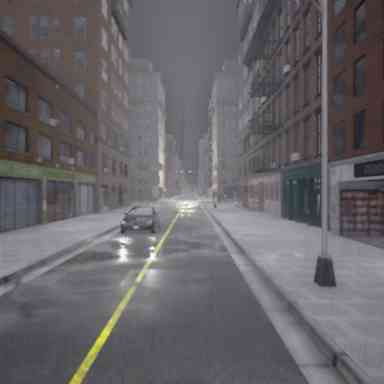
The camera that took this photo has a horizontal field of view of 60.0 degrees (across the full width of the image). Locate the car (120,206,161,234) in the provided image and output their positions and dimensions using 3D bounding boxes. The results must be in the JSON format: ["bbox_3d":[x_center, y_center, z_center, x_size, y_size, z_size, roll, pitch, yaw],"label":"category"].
[{"bbox_3d":[-2.852,1.533,19.251,1.812,1.442,4.674,0,0,0],"label":"car"}]

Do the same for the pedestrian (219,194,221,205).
[{"bbox_3d":[4.507,1.165,54.049,0.375,1.860,0.375,0,0,0],"label":"pedestrian"}]

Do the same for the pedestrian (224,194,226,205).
[{"bbox_3d":[5.507,1.166,54.649,0.375,1.860,0.375,0,0,0],"label":"pedestrian"}]

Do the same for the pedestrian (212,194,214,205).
[{"bbox_3d":[3.506,1.165,55.249,0.375,1.860,0.375,0,0,0],"label":"pedestrian"}]
